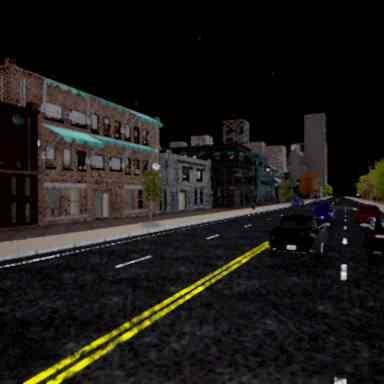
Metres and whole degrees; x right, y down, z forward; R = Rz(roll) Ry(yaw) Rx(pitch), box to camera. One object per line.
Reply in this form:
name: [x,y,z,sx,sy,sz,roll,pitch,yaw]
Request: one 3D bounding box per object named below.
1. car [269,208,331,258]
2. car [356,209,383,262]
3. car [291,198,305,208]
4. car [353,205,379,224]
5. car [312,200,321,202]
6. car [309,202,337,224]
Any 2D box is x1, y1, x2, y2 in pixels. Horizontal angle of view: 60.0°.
car: [4.429,1.645,13.557,1.837,1.490,4.892,0,0,25]
car: [7.381,1.615,12.196,2.128,1.511,4.902,0,-1,25]
car: [19.941,1.985,62.665,2.097,1.767,4.553,0,-1,25]
car: [13.997,1.741,26.480,1.882,1.535,5.008,0,0,25]
car: [22.875,2.177,61.262,1.994,1.385,4.181,0,-1,25]
car: [10.899,1.803,27.532,1.812,1.442,4.674,0,0,25]
